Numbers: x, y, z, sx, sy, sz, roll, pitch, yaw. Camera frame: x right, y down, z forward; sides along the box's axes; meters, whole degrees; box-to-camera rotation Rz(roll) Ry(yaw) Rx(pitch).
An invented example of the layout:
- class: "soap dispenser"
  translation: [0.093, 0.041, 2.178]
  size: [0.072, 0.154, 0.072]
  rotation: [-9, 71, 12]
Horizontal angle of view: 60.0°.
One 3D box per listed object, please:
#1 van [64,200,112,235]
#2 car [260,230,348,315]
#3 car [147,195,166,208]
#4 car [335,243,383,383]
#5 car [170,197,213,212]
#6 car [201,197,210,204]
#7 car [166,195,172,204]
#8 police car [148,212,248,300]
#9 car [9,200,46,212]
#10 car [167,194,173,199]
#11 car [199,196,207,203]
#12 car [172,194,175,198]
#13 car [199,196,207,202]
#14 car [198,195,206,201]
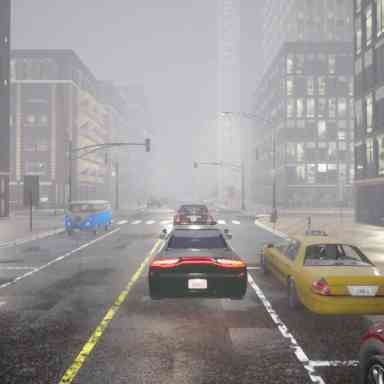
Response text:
- class: "van"
  translation: [-5.660, 1.358, 18.453]
  size: [1.690, 1.788, 3.998]
  rotation: [1, 0, 0]
- class: "car"
  translation: [2.707, 1.529, 7.577]
  size: [1.752, 1.417, 4.829]
  rotation: [1, 0, 0]
- class: "car"
  translation: [-5.685, 1.408, 50.859]
  size: [2.192, 1.841, 5.009]
  rotation: [0, 0, 0]
- class: "car"
  translation: [2.706, 1.441, 1.883]
  size: [1.967, 1.590, 4.097]
  rotation: [1, 0, 0]
- class: "car"
  translation: [0.084, 1.369, 18.616]
  size: [2.097, 1.767, 4.553]
  rotation: [0, 0, 0]
- class: "car"
  translation: [2.692, 1.680, 68.017]
  size: [1.752, 1.417, 4.829]
  rotation: [0, 0, 0]
- class: "car"
  translation: [-5.688, 1.720, 67.846]
  size: [1.947, 1.339, 4.313]
  rotation: [0, 0, 0]
- class: "police car"
  translation: [0.102, 1.509, 8.506]
  size: [2.038, 1.542, 4.974]
  rotation: [0, 0, 0]
- class: "car"
  translation: [-19.056, 1.538, 37.861]
  size: [4.507, 1.381, 1.887]
  rotation: [0, -1, 0]
- class: "car"
  translation: [-5.689, 1.761, 73.508]
  size: [1.802, 1.307, 4.206]
  rotation: [0, 0, 0]
- class: "car"
  translation: [2.691, 1.733, 79.342]
  size: [1.752, 1.417, 4.829]
  rotation: [0, 0, 0]
- class: "car"
  translation: [-5.688, 1.647, 79.172]
  size: [1.967, 1.590, 4.097]
  rotation: [0, 0, 0]
- class: "car"
  translation: [2.690, 1.802, 84.835]
  size: [1.947, 1.339, 4.313]
  rotation: [0, 0, 0]
- class: "car"
  translation: [2.691, 1.705, 90.499]
  size: [1.967, 1.590, 4.097]
  rotation: [0, 0, 0]
